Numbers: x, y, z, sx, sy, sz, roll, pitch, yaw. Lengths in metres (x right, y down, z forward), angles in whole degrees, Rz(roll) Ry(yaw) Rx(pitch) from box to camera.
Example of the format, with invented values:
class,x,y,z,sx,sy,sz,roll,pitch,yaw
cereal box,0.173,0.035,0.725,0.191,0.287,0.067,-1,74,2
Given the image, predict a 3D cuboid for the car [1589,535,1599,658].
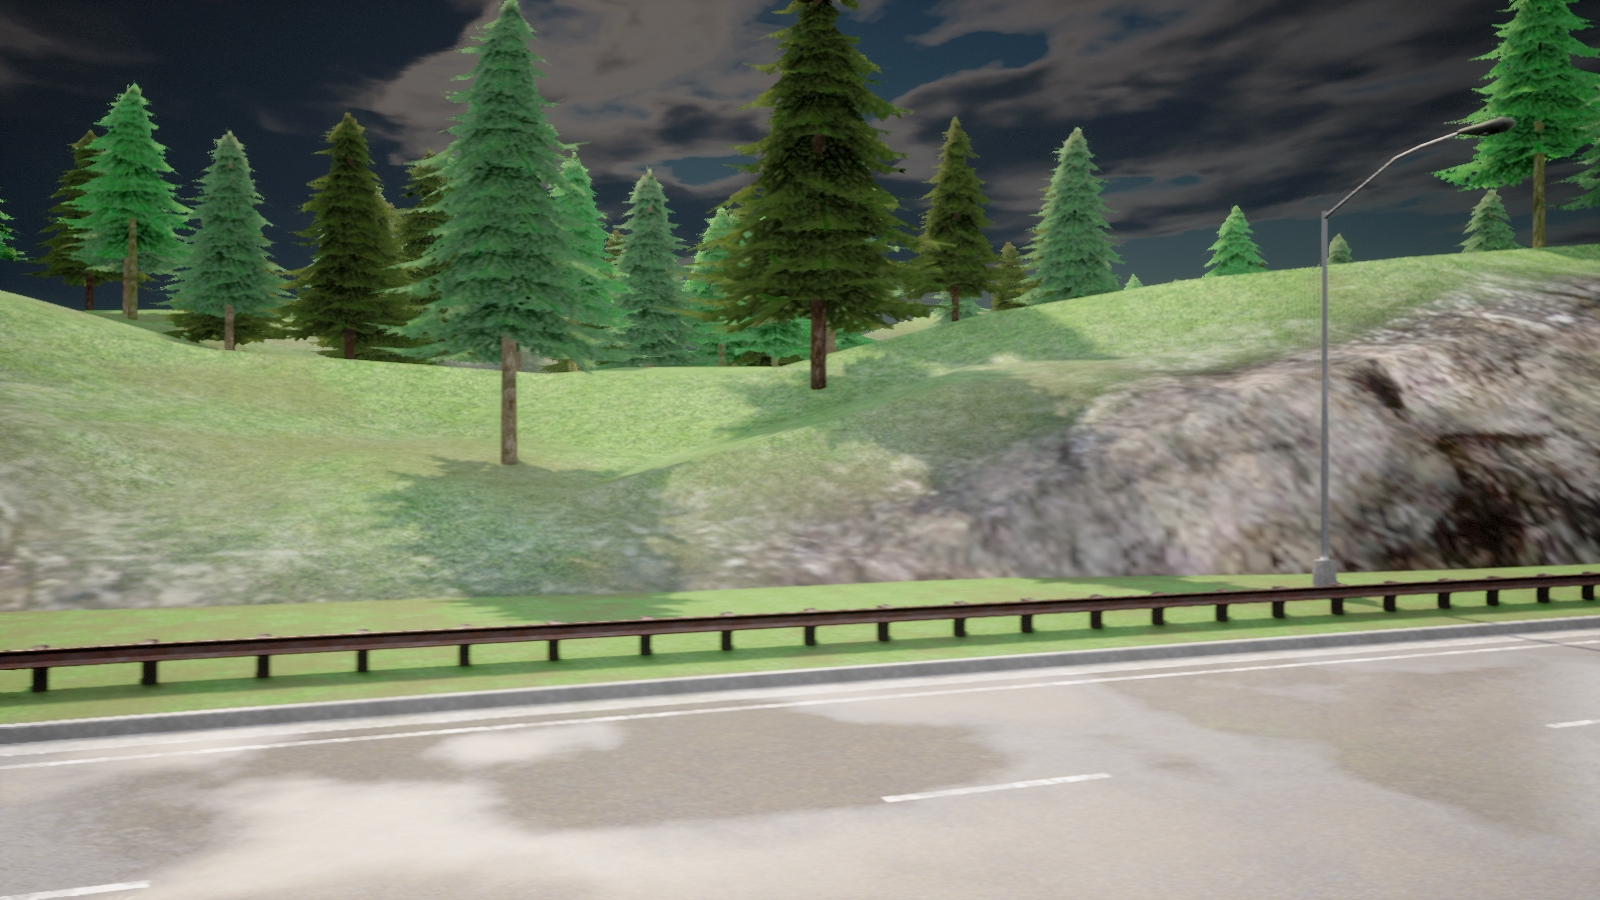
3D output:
class,x,y,z,sx,sy,sz,roll,pitch,yaw
car,13.532,1.982,15.374,5.238,1.638,2.097,0,0,-19
